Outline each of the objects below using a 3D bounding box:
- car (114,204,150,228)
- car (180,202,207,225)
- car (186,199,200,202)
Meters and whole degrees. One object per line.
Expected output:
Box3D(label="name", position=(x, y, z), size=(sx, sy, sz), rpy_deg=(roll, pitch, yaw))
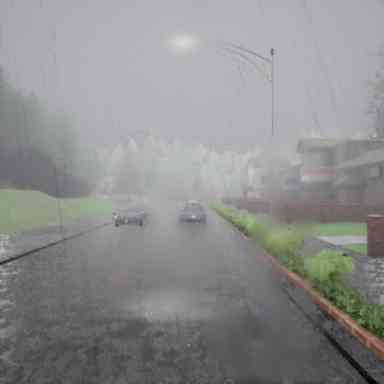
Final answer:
Box3D(label="car", position=(-4.081, 1.599, 23.159), size=(1.837, 1.490, 4.892), rpy_deg=(0, -1, 0))
Box3D(label="car", position=(0.116, 1.663, 24.839), size=(1.994, 1.385, 4.181), rpy_deg=(0, 0, 0))
Box3D(label="car", position=(0.134, 1.707, 45.700), size=(1.812, 1.442, 4.674), rpy_deg=(0, 0, 0))
